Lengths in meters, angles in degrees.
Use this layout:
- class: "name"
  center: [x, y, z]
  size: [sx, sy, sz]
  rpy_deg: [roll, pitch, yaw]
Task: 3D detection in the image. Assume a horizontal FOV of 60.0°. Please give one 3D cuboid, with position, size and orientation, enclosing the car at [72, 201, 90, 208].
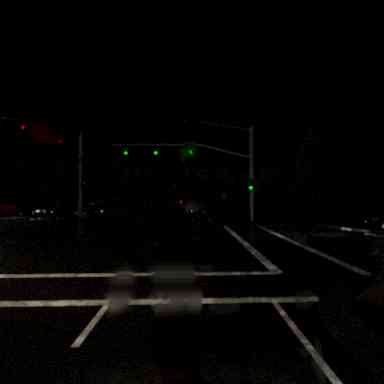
- class: "car"
  center: [-22.038, 2.439, 66.070]
  size: [1.895, 1.301, 4.718]
  rpy_deg: [0, -1, 0]

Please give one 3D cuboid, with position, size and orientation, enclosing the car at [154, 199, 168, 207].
- class: "car"
  center: [-7.005, 2.458, 72.193]
  size: [2.033, 1.411, 5.357]
  rpy_deg: [0, -1, 1]

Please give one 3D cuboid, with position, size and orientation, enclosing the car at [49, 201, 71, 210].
- class: "car"
  center: [-22.099, 2.239, 55.788]
  size: [1.812, 1.442, 4.674]
  rpy_deg: [0, -1, 0]

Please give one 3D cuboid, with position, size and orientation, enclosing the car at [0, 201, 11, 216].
- class: "car"
  center: [-22.123, 1.844, 38.419]
  size: [2.097, 1.767, 4.553]
  rpy_deg: [0, -1, 0]

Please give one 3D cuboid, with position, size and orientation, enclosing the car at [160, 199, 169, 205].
- class: "car"
  center: [-6.792, 2.519, 82.553]
  size: [1.812, 1.442, 4.674]
  rpy_deg: [0, -1, 1]

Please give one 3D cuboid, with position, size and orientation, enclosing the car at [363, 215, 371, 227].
- class: "car"
  center: [14.370, 1.797, 22.863]
  size: [4.892, 1.490, 1.837]
  rpy_deg: [0, -1, 1]

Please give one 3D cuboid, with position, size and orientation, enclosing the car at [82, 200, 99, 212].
- class: "car"
  center: [-15.124, 2.168, 47.248]
  size: [1.994, 1.385, 4.181]
  rpy_deg: [0, -1, 0]

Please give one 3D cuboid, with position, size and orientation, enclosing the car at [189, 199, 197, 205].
- class: "car"
  center: [0.206, 2.470, 82.374]
  size: [1.882, 1.535, 5.008]
  rpy_deg: [0, -1, 1]

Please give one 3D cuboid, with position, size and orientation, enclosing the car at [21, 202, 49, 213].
- class: "car"
  center: [-22.125, 2.166, 47.047]
  size: [1.994, 1.385, 4.181]
  rpy_deg: [0, -1, 0]

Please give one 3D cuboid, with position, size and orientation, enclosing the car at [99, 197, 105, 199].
- class: "car"
  center: [-18.527, 2.106, 69.480]
  size: [2.150, 2.045, 5.566]
  rpy_deg: [0, -1, 0]

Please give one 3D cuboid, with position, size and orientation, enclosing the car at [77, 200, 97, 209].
- class: "car"
  center: [-18.589, 2.260, 59.088]
  size: [1.837, 1.490, 4.892]
  rpy_deg: [0, -1, 0]

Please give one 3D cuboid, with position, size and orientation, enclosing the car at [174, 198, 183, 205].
- class: "car"
  center: [-3.294, 2.349, 82.436]
  size: [2.097, 1.767, 4.553]
  rpy_deg: [0, -1, 1]

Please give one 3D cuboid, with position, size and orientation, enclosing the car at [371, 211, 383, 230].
- class: "car"
  center: [13.612, 1.739, 19.373]
  size: [4.902, 1.511, 2.128]
  rpy_deg: [0, -1, 1]

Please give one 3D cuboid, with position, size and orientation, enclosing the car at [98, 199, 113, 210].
- class: "car"
  center: [-15.110, 2.275, 55.657]
  size: [1.994, 1.385, 4.181]
  rpy_deg: [0, -1, 0]

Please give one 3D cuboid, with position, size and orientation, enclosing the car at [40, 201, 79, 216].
- class: "car"
  center: [-15.123, 1.983, 38.346]
  size: [2.128, 1.511, 4.902]
  rpy_deg: [0, -1, 0]

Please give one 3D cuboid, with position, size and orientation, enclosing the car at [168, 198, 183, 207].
- class: "car"
  center: [-3.501, 2.478, 72.605]
  size: [1.994, 1.385, 4.181]
  rpy_deg: [0, -1, 1]

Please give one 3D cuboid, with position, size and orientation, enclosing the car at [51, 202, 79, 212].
- class: "car"
  center: [-18.625, 2.174, 48.974]
  size: [2.033, 1.411, 5.357]
  rpy_deg: [0, -1, 0]

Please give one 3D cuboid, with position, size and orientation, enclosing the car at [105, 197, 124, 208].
- class: "car"
  center: [-15.040, 2.066, 66.141]
  size: [2.150, 2.045, 5.566]
  rpy_deg: [0, -1, 0]

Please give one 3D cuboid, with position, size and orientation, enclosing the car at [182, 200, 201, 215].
- class: "car"
  center: [-0.026, 2.052, 41.179]
  size: [1.812, 1.442, 4.674]
  rpy_deg: [0, -1, 0]

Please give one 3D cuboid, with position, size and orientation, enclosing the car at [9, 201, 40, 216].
- class: "car"
  center: [-18.659, 2.046, 38.903]
  size: [2.033, 1.411, 5.357]
  rpy_deg: [0, -1, 0]
